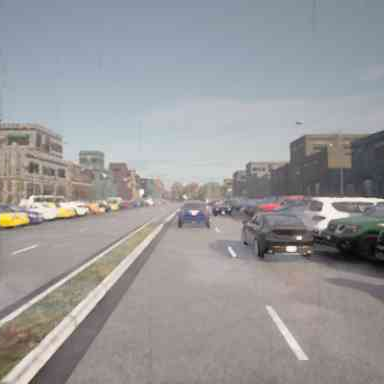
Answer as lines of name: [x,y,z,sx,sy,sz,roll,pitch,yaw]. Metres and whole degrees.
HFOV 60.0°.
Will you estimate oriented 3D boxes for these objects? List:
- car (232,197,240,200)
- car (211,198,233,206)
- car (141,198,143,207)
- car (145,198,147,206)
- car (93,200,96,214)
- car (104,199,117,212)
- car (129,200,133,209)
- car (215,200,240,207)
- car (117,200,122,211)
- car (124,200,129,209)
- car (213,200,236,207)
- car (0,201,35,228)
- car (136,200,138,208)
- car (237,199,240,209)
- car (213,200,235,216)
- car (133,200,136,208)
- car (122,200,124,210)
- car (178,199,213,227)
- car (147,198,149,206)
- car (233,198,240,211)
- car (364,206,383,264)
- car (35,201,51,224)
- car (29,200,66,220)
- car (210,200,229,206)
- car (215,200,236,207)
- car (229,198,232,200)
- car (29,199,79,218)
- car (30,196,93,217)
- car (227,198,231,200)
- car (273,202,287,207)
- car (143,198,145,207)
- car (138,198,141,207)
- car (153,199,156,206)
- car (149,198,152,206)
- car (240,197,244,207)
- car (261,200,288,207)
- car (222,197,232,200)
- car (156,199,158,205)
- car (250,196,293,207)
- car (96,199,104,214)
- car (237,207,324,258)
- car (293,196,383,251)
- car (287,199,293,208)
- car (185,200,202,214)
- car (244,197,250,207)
car: [7.745,1.712,42.147,4.553,1.767,2.185,0,-1,0]
car: [7.740,2.620,86.258,5.566,2.045,2.435,0,-2,0]
car: [-12.630,2.341,64.907,4.892,1.521,2.231,0,-1,0]
car: [-12.633,2.499,70.338,4.792,1.488,2.163,0,-1,0]
car: [-12.734,1.716,34.222,4.674,1.452,2.002,0,-1,0]
car: [-12.711,1.846,42.680,4.892,1.521,2.231,0,-1,0]
car: [-12.670,2.083,53.668,5.008,1.535,2.097,0,-1,0]
car: [7.956,2.580,75.228,5.366,1.575,1.946,0,-1,0]
car: [-12.880,1.901,45.459,5.366,1.575,1.946,0,-1,0]
car: [-12.646,2.051,50.890,4.792,1.488,2.163,0,-1,0]
car: [7.955,2.722,80.741,5.366,1.575,1.946,0,-2,0]
car: [-12.972,1.522,20.469,5.366,1.575,1.946,0,0,0]
car: [-12.674,2.237,59.224,4.792,1.488,2.163,0,-1,0]
car: [7.701,1.769,36.633,4.674,1.452,2.002,0,-1,0]
car: [3.162,1.834,35.836,1.895,1.301,4.718,0,-1,0]
car: [-12.648,2.146,56.447,4.892,1.521,2.231,0,-1,0]
car: [-12.658,1.836,48.122,4.553,1.767,2.185,0,-1,0]
car: [0.140,1.427,23.558,2.097,1.767,4.553,0,0,0]
car: [-12.600,2.538,73.117,4.892,1.521,2.231,0,-1,0]
car: [7.704,1.781,39.388,5.008,1.535,2.097,0,-1,0]
car: [7.625,1.379,9.079,4.553,1.767,2.185,0,0,0]
car: [-12.779,1.580,23.239,4.674,1.452,2.002,0,0,0]
car: [-12.764,1.603,25.897,4.674,1.452,2.002,0,0,0]
car: [7.761,3.100,94.520,5.008,1.535,2.097,0,-2,0]
car: [7.799,2.684,77.983,4.792,1.488,2.163,0,-1,0]
car: [7.748,1.925,44.901,4.792,1.488,2.163,0,-1,0]
car: [-12.942,1.591,28.671,5.366,1.575,1.946,0,-1,0]
car: [-12.718,1.380,31.452,5.566,2.045,2.435,0,-1,0]
car: [7.721,1.992,47.657,4.674,1.452,2.002,0,-1,0]
car: [7.704,1.564,20.106,4.792,1.488,2.163,0,0,0]
car: [-12.611,2.443,67.559,4.674,1.452,2.002,0,-1,0]
car: [-12.628,2.275,62.128,5.008,1.535,2.097,0,-1,0]
car: [-12.581,2.569,84.359,5.566,2.045,2.435,0,-1,0]
car: [-12.571,2.715,78.671,4.674,1.452,2.002,0,-1,0]
car: [7.666,1.386,31.128,5.566,2.045,2.435,0,-1,0]
car: [7.674,1.547,22.858,5.008,1.535,2.097,0,-1,0]
car: [7.757,1.759,50.420,5.566,2.045,2.435,0,-1,0]
car: [-12.503,2.995,89.910,4.792,1.488,2.163,0,-1,0]
car: [7.656,1.321,25.618,5.566,2.045,2.435,0,-1,0]
car: [-12.694,1.602,37.003,4.553,1.767,2.185,0,-1,0]
car: [3.122,1.537,12.851,1.837,1.490,4.892,0,0,0]
car: [7.694,1.265,14.595,5.566,2.045,2.435,0,0,0]
car: [7.701,1.396,17.349,4.553,1.767,2.185,0,0,0]
car: [0.172,1.812,41.011,1.882,1.535,5.008,0,-1,0]
car: [7.661,1.348,28.371,5.566,2.045,2.435,0,-1,0]
